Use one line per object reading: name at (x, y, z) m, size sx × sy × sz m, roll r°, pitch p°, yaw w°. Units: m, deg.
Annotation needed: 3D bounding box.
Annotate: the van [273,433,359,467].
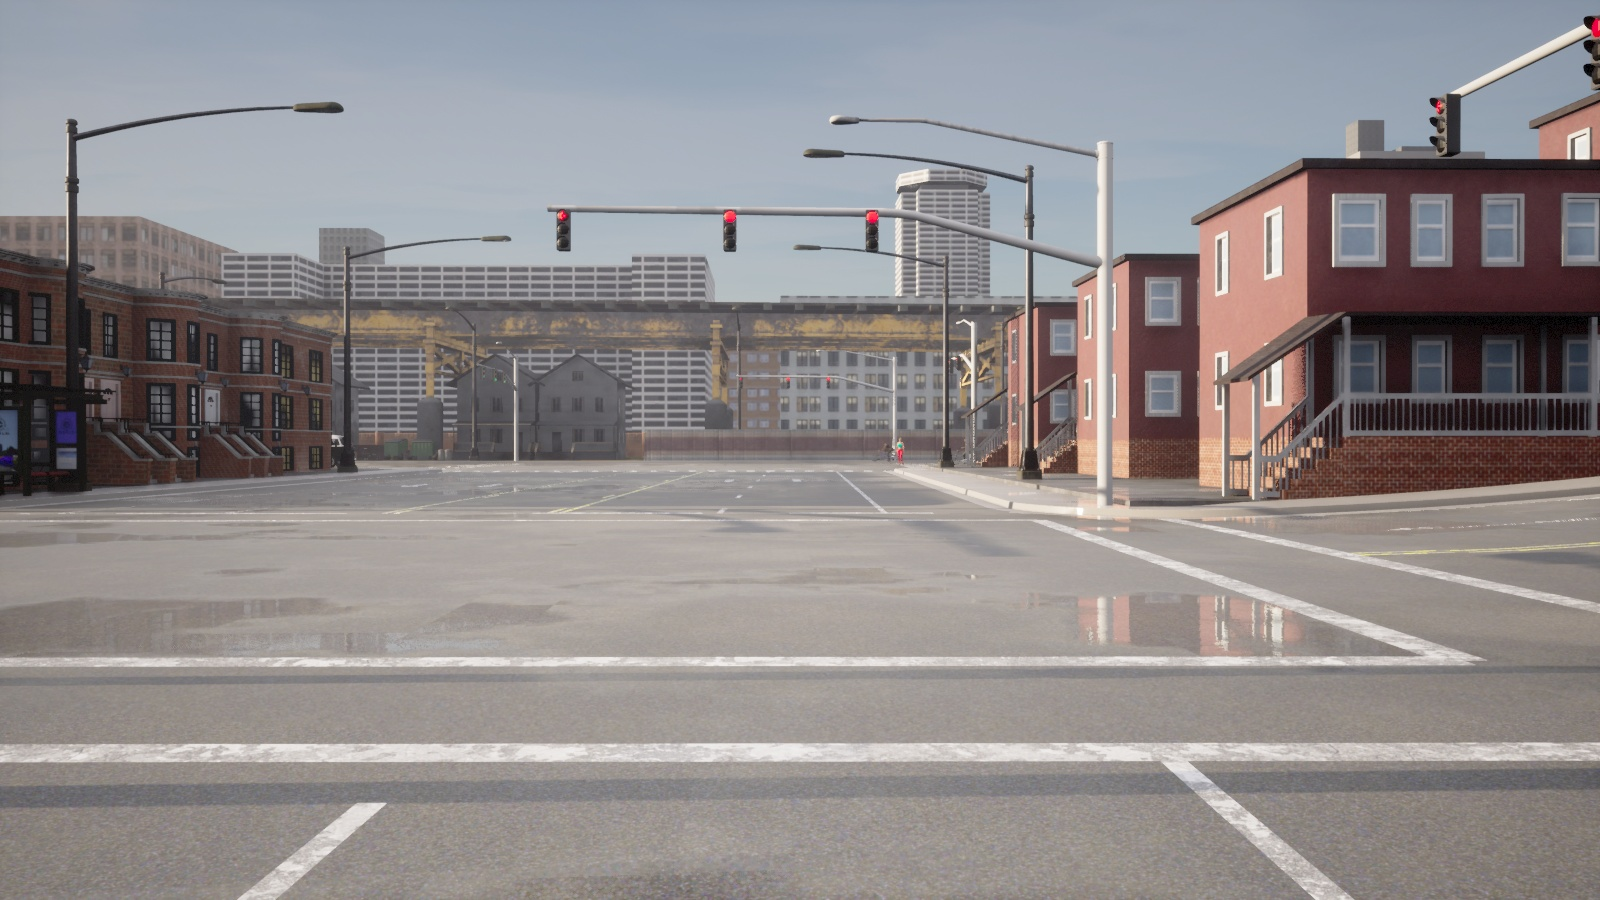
van at (-29.763, 0.010, 77.297) m, size 4.480 × 2.038 × 2.069 m, roll 0°, pitch 0°, yaw 0°
